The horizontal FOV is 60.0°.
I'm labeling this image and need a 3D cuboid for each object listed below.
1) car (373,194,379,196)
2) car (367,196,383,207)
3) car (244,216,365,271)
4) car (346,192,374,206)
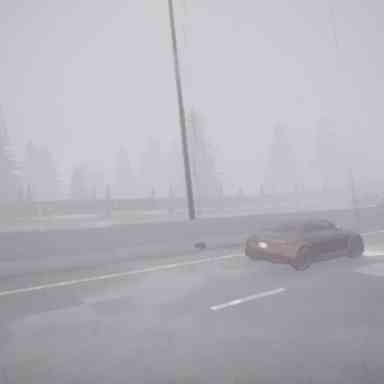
[{"bbox_3d":[22.692,0.835,37.313,4.181,1.385,1.994,-4,2,-35],"label":"car"},{"bbox_3d":[18.073,1.224,29.748,4.718,1.301,1.895,-2,1,-35],"label":"car"},{"bbox_3d":[3.655,1.468,10.649,4.181,1.385,1.994,-1,0,-35],"label":"car"},{"bbox_3d":[20.603,0.751,40.122,5.008,1.535,1.882,-4,2,-35],"label":"car"}]
